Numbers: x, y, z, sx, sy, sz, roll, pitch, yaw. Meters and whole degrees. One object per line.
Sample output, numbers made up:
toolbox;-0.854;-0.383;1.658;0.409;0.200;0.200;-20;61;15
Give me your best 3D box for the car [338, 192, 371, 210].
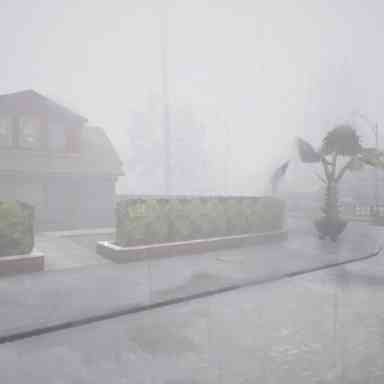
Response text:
car;17.391;0.985;36.217;3.866;1.878;1.905;0;0;0
